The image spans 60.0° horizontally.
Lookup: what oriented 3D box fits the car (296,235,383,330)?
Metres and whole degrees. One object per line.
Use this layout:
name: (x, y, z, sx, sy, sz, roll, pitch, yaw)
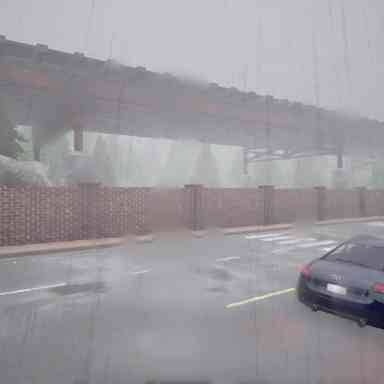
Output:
car: (3.995, 1.564, 6.612, 4.181, 1.385, 1.994, 0, 0, -36)
